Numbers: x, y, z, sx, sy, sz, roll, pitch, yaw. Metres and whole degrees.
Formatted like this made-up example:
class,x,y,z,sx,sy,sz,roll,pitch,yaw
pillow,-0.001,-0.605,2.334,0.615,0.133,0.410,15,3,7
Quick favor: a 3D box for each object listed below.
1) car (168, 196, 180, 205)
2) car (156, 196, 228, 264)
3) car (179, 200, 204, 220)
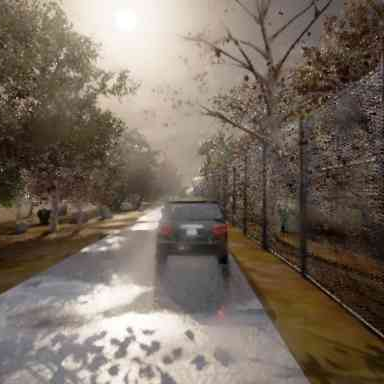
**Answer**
class,x,y,z,sx,sy,sz,roll,pitch,yaw
car,-3.065,1.405,58.639,1.882,1.535,5.008,0,0,0
car,0.018,1.176,11.805,2.150,2.045,5.566,0,0,0
car,-0.019,1.454,27.918,1.994,1.385,4.181,0,0,0
